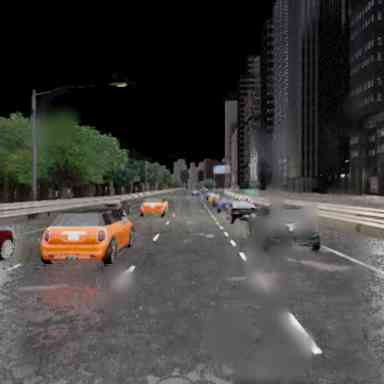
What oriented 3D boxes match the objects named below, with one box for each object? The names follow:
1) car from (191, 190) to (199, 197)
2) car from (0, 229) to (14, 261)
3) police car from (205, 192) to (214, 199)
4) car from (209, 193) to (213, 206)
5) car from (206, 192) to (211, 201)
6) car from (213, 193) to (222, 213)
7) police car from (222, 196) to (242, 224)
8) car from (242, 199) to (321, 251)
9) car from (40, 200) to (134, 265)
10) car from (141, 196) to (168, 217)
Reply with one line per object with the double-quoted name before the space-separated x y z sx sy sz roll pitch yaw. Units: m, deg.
"car" 0.792 0.462 88.145 1.882 1.535 5.008 0 1 1
"car" -6.892 1.450 9.158 1.882 1.535 5.008 0 0 0
"police car" 4.145 0.820 78.979 2.038 1.542 4.974 0 1 1
"car" 3.715 1.312 46.078 1.837 1.490 4.892 0 0 1
"car" 3.832 1.161 57.040 1.882 1.535 5.008 0 1 1
"car" 3.622 1.211 35.077 2.097 1.767 4.553 0 0 0
"police car" 3.556 1.333 24.246 1.930 1.638 5.238 0 0 0
"car" 3.622 1.308 13.964 2.097 1.767 4.553 0 0 0
"car" -3.386 1.315 11.648 2.097 1.767 4.553 0 0 0
"car" -3.308 1.233 30.073 2.097 1.767 4.553 0 0 0
